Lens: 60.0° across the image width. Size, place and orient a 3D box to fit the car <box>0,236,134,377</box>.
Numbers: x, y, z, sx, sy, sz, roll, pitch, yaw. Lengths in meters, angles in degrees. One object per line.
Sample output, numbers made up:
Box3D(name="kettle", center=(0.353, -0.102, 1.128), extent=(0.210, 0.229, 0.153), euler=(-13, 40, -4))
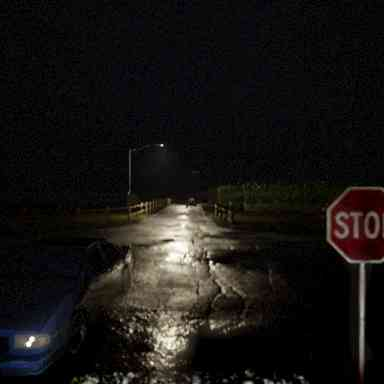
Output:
Box3D(name="car", center=(-2.420, 1.610, 6.299), extent=(2.033, 1.411, 5.357), euler=(0, -1, 2))

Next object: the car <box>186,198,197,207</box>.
Box3D(name="car", center=(-0.077, 2.167, 62.906), extent=(1.895, 1.301, 4.718), euler=(0, 0, 0))

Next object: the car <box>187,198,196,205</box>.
Box3D(name="car", center=(-0.089, 2.033, 72.882), extent=(1.994, 1.385, 4.181), euler=(0, 0, 0))
